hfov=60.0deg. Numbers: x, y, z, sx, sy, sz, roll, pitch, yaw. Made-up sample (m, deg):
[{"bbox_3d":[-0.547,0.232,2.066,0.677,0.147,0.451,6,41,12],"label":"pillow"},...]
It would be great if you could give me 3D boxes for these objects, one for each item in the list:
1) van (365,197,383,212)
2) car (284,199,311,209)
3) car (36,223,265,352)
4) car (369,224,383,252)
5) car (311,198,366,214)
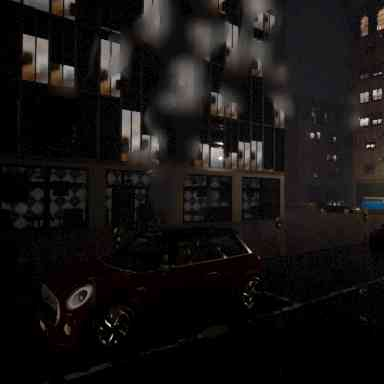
[{"bbox_3d":[22.192,1.524,39.643,1.690,1.788,3.998,0,-1,-35],"label":"van"},{"bbox_3d":[15.762,1.787,48.896,1.752,1.417,4.829,0,-1,-35],"label":"car"},{"bbox_3d":[-0.607,1.441,6.112,4.097,1.590,1.967,0,1,-35],"label":"car"},{"bbox_3d":[8.468,1.567,12.588,4.313,1.339,1.947,0,1,-35],"label":"car"},{"bbox_3d":[15.306,1.620,34.864,2.008,1.369,4.403,0,-1,-35],"label":"car"}]
